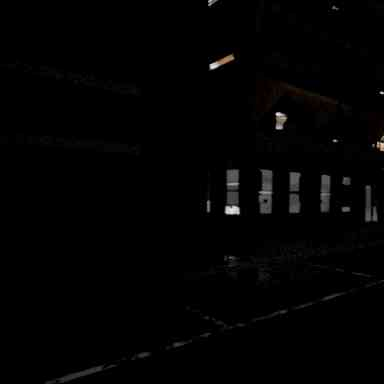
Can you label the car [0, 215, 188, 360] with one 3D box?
[{"bbox_3d":[-2.385,1.321,4.839,5.009,1.841,2.192,0,1,-35],"label":"car"}]
